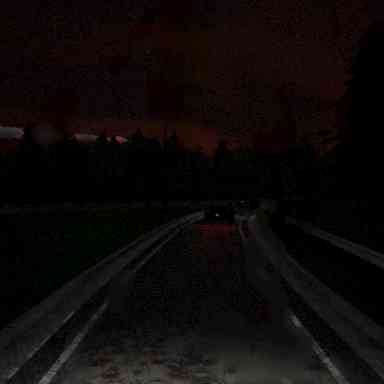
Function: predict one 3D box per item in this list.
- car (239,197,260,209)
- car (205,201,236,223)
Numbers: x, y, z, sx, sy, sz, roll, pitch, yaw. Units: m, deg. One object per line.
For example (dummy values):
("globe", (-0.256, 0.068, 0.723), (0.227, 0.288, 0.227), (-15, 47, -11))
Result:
("car", (7.060, 1.305, 40.680), (2.128, 1.511, 4.902), (0, 0, 22))
("car", (2.130, 1.362, 24.500), (1.882, 1.535, 5.008), (0, 0, 11))
